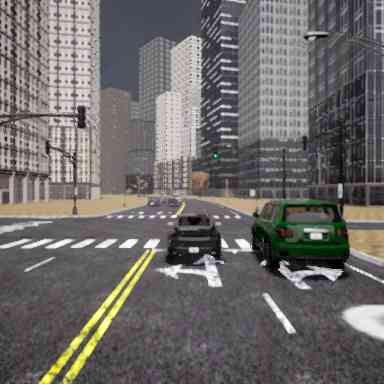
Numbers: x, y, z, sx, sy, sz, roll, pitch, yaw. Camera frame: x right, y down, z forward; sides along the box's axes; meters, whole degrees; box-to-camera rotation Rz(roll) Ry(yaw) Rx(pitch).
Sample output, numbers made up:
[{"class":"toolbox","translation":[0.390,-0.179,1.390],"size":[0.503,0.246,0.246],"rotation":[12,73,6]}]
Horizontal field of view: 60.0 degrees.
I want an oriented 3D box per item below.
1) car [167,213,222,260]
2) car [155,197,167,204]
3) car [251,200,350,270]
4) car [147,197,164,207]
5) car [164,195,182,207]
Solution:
[{"class":"car","translation":[0.085,1.572,12.782],"size":[1.837,1.490,4.892],"rotation":[0,0,1]},{"class":"car","translation":[-6.588,1.822,71.628],"size":[2.128,1.511,4.902],"rotation":[0,0,-1]},{"class":"car","translation":[3.399,1.280,11.416],"size":[2.150,2.045,5.566],"rotation":[0,-1,3]},{"class":"car","translation":[-6.472,1.744,56.406],"size":[2.128,1.511,4.902],"rotation":[0,0,0]},{"class":"car","translation":[-3.223,1.757,56.388],"size":[1.837,1.490,4.892],"rotation":[0,0,0]}]
